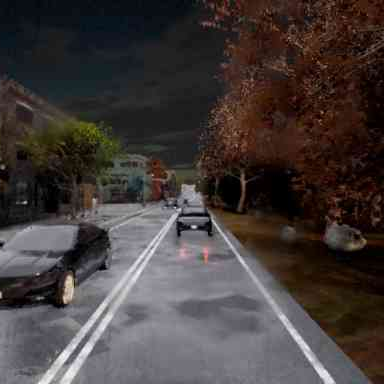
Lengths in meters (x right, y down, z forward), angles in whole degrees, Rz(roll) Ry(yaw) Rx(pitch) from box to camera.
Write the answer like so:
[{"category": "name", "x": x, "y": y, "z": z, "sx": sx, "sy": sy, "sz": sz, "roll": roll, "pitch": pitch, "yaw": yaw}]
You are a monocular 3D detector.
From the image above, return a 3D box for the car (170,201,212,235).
[{"category": "car", "x": 0.107, "y": 1.495, "z": 18.718, "sx": 2.128, "sy": 1.511, "sz": 4.902, "roll": 0, "pitch": 0, "yaw": 0}]

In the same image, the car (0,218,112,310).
[{"category": "car", "x": -3.347, "y": 1.479, "z": 8.148, "sx": 1.882, "sy": 1.535, "sz": 5.008, "roll": 0, "pitch": 0, "yaw": 0}]

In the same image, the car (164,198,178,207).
[{"category": "car", "x": -3.224, "y": 1.623, "z": 52.510, "sx": 2.128, "sy": 1.511, "sz": 4.902, "roll": 0, "pitch": 0, "yaw": 1}]
